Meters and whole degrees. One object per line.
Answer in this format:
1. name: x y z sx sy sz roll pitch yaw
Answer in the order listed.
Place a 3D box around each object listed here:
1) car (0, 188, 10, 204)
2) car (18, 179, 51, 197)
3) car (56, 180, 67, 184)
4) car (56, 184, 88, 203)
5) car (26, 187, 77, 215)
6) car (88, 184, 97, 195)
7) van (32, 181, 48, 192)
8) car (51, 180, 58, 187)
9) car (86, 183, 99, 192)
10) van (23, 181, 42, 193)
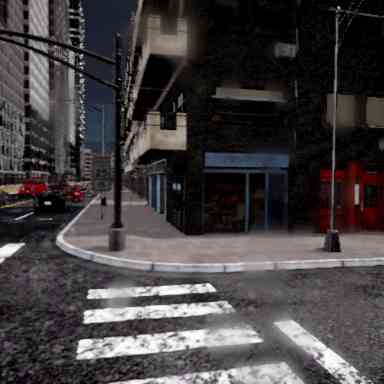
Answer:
1. car: -15.763 0.356 25.853 2.033 1.411 5.357 0 2 -14
2. car: -19.110 -0.495 40.191 2.150 2.045 5.566 0 2 -12
3. car: -29.440 -1.611 72.656 2.192 1.841 5.009 0 2 -13
4. car: -10.935 0.222 30.577 1.887 1.381 4.507 0 2 -13
5. car: -8.655 0.600 20.882 1.947 1.339 4.313 0 2 -13
6. car: -14.816 -0.379 47.080 2.008 1.369 4.403 0 2 -13
7. van: -25.560 -0.981 56.155 1.690 1.788 3.998 0 2 -13
8. car: -26.854 -0.973 61.663 2.008 1.369 4.403 0 2 -13
9. car: -17.403 -0.788 58.080 1.887 1.381 4.507 0 2 -13
10. van: -24.267 -0.780 50.654 1.690 1.788 3.998 0 2 -13
